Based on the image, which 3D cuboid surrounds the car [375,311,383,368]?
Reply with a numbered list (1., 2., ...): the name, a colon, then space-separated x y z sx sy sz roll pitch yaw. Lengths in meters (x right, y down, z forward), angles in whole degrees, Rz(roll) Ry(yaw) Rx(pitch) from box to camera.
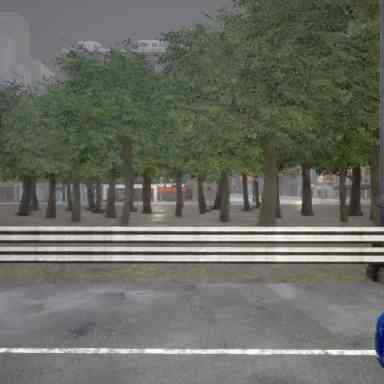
1. car: 4.726 1.225 2.877 5.566 2.045 2.150 0 0 1
